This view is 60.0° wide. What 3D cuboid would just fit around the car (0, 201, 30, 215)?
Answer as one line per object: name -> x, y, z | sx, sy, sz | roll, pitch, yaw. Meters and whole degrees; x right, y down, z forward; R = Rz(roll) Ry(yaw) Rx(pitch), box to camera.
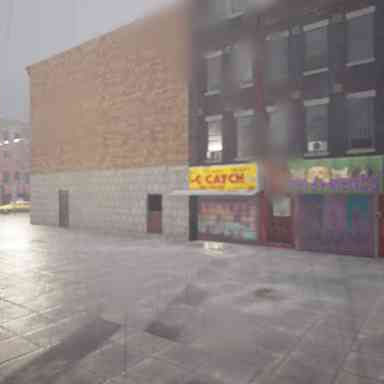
car -> -19.343, 1.672, 36.910 | 1.752, 1.417, 4.829 | 0, 0, 36
